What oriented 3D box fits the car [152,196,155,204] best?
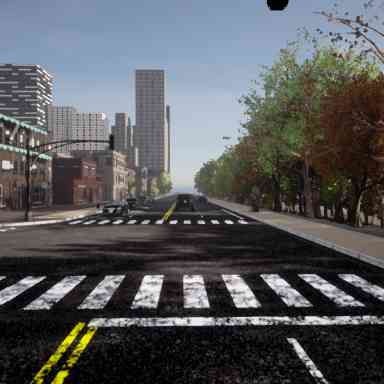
[{"bbox_3d":[-8.026,1.467,61.967,2.128,1.511,4.902,0,0,-1],"label":"car"}]

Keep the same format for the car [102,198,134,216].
[{"bbox_3d":[-7.366,1.481,32.451,2.128,1.511,4.902,0,0,-1],"label":"car"}]

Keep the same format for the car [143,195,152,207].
[{"bbox_3d":[-7.821,1.333,51.704,2.097,1.767,4.553,0,0,-1],"label":"car"}]

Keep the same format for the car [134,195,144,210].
[{"bbox_3d":[-7.589,1.490,42.009,1.837,1.490,4.892,0,0,-1],"label":"car"}]

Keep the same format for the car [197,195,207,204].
[{"bbox_3d":[1.851,1.453,62.887,1.882,1.535,5.008,0,0,-1],"label":"car"}]

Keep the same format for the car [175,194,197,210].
[{"bbox_3d":[-0.895,1.208,42.004,2.150,2.045,5.566,0,0,-1],"label":"car"}]

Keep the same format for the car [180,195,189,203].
[{"bbox_3d":[-1.545,1.450,68.720,1.882,1.535,5.008,0,0,-1],"label":"car"}]

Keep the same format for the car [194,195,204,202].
[{"bbox_3d":[1.508,1.470,72.992,1.837,1.490,4.892,0,0,-1],"label":"car"}]
